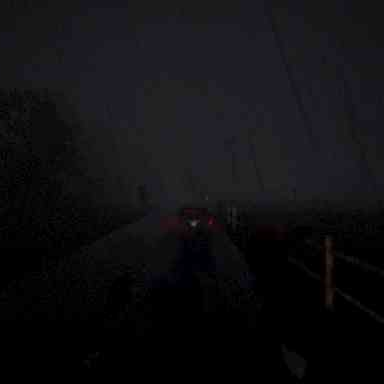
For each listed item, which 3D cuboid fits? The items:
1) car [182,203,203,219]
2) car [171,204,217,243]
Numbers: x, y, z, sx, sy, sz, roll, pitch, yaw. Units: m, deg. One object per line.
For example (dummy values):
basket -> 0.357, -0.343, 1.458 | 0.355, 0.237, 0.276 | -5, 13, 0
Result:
car -> 0.079, 1.796, 32.117 | 1.895, 1.301, 4.718 | 0, 0, 0
car -> 0.086, 1.460, 16.854 | 2.097, 1.767, 4.553 | 0, 0, 0
